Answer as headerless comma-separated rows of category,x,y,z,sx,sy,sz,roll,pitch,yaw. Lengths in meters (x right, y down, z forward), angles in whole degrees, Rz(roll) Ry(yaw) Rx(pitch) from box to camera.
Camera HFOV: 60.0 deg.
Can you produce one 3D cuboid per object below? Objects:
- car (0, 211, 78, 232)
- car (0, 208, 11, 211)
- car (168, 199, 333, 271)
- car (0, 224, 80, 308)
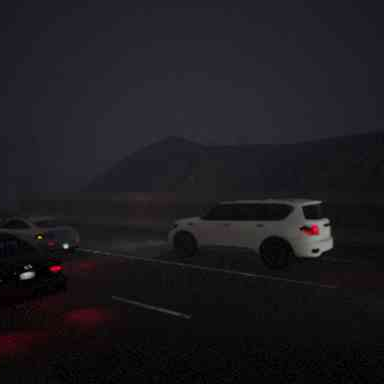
car,-6.191,1.629,12.707,4.674,1.442,1.812,0,0,36
car,-12.859,1.758,21.761,4.181,1.385,1.994,-1,0,36
car,1.772,1.260,11.325,5.566,2.045,2.150,-1,-1,36
car,-5.095,1.619,7.624,5.357,1.411,2.033,-1,0,35
